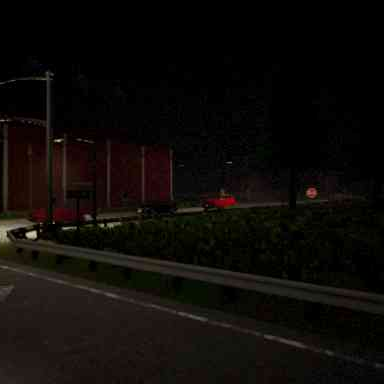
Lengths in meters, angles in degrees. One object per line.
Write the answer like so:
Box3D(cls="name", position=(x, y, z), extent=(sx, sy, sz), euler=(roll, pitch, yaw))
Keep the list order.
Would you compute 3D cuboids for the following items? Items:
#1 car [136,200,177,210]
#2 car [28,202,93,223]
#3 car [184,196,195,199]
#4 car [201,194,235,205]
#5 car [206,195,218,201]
Box3D(cls="car", position=(-3.509, 1.559, 33.469), extent=(2.128, 1.511, 4.902), euler=(0, 0, 37))
Box3D(cls="car", position=(-9.727, 1.546, 25.076), extent=(1.882, 1.535, 5.008), euler=(0, 0, 37))
Box3D(cls="car", position=(-0.853, 1.622, 83.027), extent=(1.816, 1.474, 4.193), euler=(0, 0, 36))
Box3D(cls="car", position=(3.468, 1.288, 42.882), extent=(2.150, 2.045, 5.566), euler=(0, 0, 37))
Box3D(cls="car", position=(5.711, 1.638, 94.156), extent=(1.784, 1.438, 3.905), euler=(0, 0, 36))
